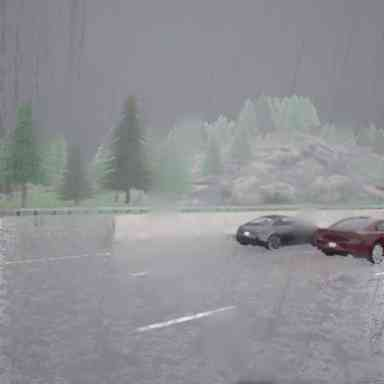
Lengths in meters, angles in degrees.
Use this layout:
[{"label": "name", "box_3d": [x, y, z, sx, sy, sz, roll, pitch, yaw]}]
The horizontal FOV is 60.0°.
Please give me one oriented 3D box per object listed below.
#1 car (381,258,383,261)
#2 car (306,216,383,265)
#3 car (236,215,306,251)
[{"label": "car", "box_3d": [7.229, 1.740, 8.585, 4.718, 1.301, 1.895, 1, 0, -31]}, {"label": "car", "box_3d": [6.835, 1.639, 12.426, 5.008, 1.535, 1.882, 1, 0, -31]}, {"label": "car", "box_3d": [3.992, 1.712, 14.799, 4.181, 1.385, 1.994, 1, 0, -31]}]
